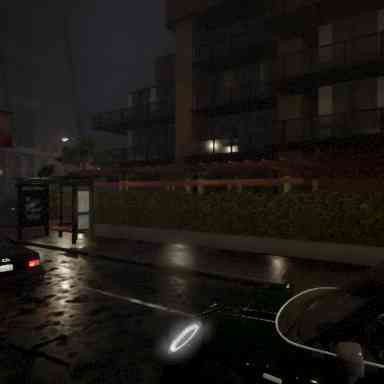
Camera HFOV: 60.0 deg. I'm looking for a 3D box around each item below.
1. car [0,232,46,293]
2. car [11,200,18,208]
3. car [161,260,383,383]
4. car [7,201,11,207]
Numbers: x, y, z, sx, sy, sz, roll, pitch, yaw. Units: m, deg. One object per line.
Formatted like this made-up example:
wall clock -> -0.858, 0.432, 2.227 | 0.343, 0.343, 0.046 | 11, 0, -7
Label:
car -> -5.701, 1.547, 8.018 | 5.357, 1.411, 2.033 | 0, 0, 36
car -> -22.024, 1.505, 46.529 | 1.837, 1.490, 4.892 | 0, 0, 36
car -> 1.914, 1.352, 2.639 | 4.553, 1.767, 2.097 | 0, 0, 35
car -> -24.521, 1.477, 49.072 | 1.882, 1.535, 5.008 | 0, 0, 35
